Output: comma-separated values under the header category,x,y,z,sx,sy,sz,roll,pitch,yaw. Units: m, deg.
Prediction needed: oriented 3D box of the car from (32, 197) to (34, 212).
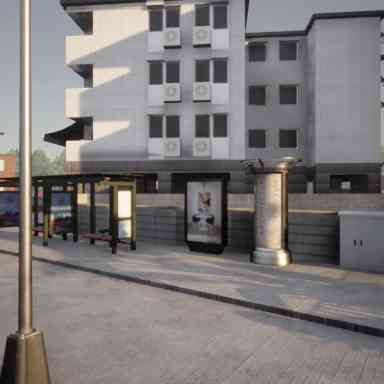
category,x,y,z,sx,sy,sz,roll,pitch,yaw
car,-16.839,1.352,34.225,2.097,1.767,4.553,0,0,36
